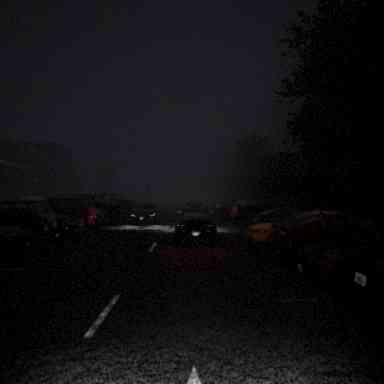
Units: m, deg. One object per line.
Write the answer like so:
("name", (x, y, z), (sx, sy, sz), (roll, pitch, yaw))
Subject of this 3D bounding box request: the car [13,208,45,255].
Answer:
("car", (-7.951, 1.444, 11.046), (5.008, 1.535, 2.097), (0, 0, 0))

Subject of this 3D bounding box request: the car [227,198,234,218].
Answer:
("car", (5.179, 1.301, 25.021), (4.553, 1.767, 2.185), (0, 0, 0))

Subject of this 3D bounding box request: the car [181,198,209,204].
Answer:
("car", (0.263, 1.509, 31.159), (1.994, 1.385, 4.181), (0, 0, 0))

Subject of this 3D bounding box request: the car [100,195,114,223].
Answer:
("car", (-7.918, 1.295, 22.260), (4.553, 1.767, 2.185), (0, 0, 0))

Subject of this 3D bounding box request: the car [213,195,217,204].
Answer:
("car", (5.297, 1.454, 38.944), (5.008, 1.535, 2.097), (0, 0, 0))

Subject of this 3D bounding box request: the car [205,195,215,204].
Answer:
("car", (5.499, 1.701, 67.428), (4.674, 1.452, 2.002), (0, 0, 0))

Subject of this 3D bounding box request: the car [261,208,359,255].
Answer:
("car", (5.129, 1.453, 11.097), (5.008, 1.535, 2.097), (0, 0, 0))

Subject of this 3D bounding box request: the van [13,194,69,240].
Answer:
("van", (-7.815, 1.212, 13.848), (4.442, 1.987, 1.878), (0, 0, 0))

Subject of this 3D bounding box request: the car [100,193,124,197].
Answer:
("car", (-7.787, 1.173, 33.470), (5.566, 2.045, 2.435), (0, 0, 0))

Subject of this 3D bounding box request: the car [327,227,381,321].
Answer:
("car", (5.136, 1.495, 5.527), (4.792, 1.488, 2.163), (0, 0, 0))

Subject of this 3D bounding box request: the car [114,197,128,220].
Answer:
("car", (-7.846, 1.416, 27.866), (4.892, 1.521, 2.231), (0, 0, 0))

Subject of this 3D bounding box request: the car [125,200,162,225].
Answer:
("car", (-3.228, 1.446, 23.757), (1.837, 1.490, 4.892), (0, 0, 0))

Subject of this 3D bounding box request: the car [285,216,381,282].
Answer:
("car", (5.091, 1.489, 8.312), (4.792, 1.488, 2.163), (0, 0, 0))

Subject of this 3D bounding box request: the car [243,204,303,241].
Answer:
("car", (5.160, 1.481, 16.669), (4.674, 1.452, 2.002), (0, 0, 0))

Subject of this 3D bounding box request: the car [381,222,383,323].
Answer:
("car", (5.066, 1.222, 2.744), (5.566, 2.045, 2.435), (0, 0, 0))

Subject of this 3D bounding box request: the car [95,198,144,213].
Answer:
("car", (-7.802, 1.434, 36.271), (4.892, 1.521, 2.231), (0, 0, 0))

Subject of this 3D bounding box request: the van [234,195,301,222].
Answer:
("van", (5.310, 1.203, 22.240), (4.442, 1.987, 1.878), (0, 0, 0))

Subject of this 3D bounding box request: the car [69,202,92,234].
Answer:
("car", (-7.923, 1.433, 16.652), (4.892, 1.521, 2.231), (0, 0, 0))

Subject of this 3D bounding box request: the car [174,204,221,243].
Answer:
("car", (0.170, 1.486, 15.641), (1.812, 1.442, 4.674), (0, 0, 0))

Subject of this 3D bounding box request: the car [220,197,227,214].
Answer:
("car", (5.248, 1.468, 30.589), (4.674, 1.452, 2.002), (0, 0, 0))

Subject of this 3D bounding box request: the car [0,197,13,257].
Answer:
("car", (-7.931, 1.199, 8.241), (5.566, 2.045, 2.435), (0, 0, 0))

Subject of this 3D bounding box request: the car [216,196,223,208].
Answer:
("car", (5.269, 1.432, 33.376), (5.008, 1.535, 2.097), (0, 0, 0))

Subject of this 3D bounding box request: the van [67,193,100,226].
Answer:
("van", (-8.018, 1.200, 19.456), (4.442, 1.987, 1.878), (0, 0, 0))
